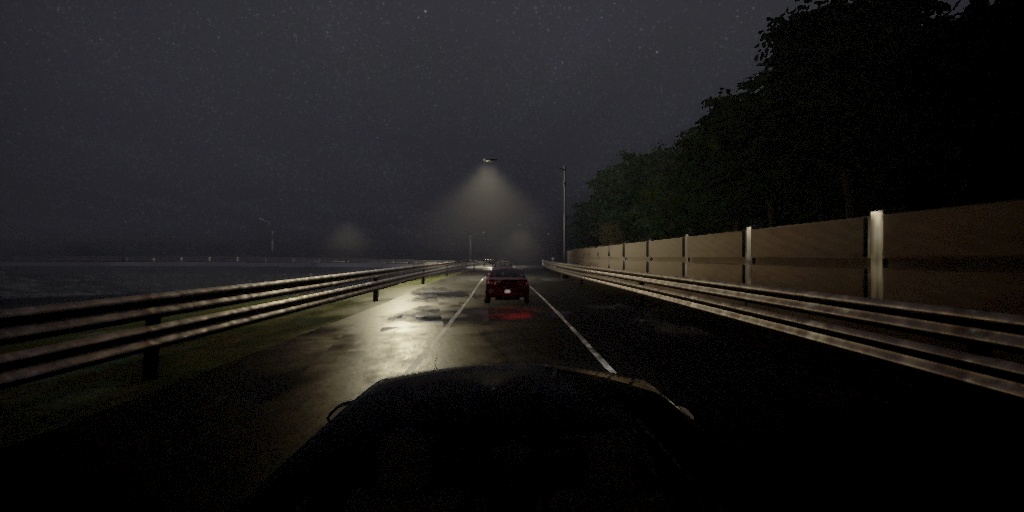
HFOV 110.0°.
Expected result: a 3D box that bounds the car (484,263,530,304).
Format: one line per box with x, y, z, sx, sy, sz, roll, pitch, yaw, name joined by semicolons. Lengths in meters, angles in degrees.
-0.258;1.248;16.589;1.882;1.535;5.008;0;0;-2;car
